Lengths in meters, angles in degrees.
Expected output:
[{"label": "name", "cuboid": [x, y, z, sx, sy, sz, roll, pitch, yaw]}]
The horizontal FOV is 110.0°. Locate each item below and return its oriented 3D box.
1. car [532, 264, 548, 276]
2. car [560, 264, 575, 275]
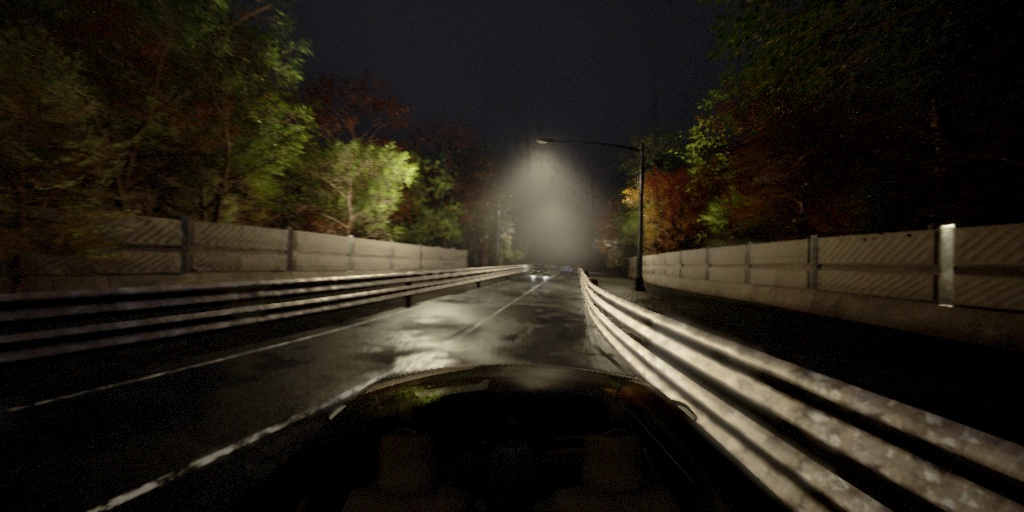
[{"label": "car", "cuboid": [3.745, 1.793, 47.106, 1.837, 1.490, 4.892, 2, -1, 10]}, {"label": "car", "cuboid": [7.931, 2.026, 51.746, 2.033, 1.411, 5.357, 2, -1, 10]}]
